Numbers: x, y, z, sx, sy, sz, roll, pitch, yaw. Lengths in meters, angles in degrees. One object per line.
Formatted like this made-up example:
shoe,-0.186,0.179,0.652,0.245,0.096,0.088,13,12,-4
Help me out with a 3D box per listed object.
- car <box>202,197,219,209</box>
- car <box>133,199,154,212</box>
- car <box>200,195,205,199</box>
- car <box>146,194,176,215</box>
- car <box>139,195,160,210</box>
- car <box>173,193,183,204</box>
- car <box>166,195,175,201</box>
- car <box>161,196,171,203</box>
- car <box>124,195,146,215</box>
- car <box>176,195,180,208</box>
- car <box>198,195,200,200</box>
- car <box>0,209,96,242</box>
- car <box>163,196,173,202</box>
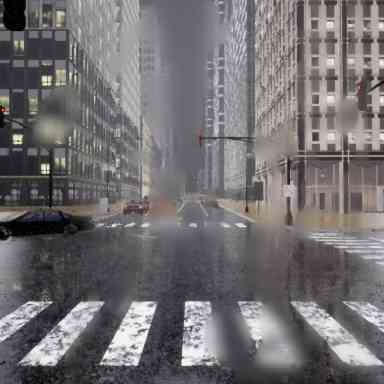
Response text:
car,2.694,1.599,45.006,1.802,1.307,4.206,1,0,0
car,-5.685,1.597,39.367,1.802,1.307,4.206,1,0,0
car,2.694,1.547,56.332,1.752,1.417,4.829,1,0,0
car,-3.105,1.364,33.813,2.097,1.767,4.553,0,0,0
car,-5.680,1.332,44.943,2.192,1.841,5.009,1,0,0
car,-3.013,1.301,64.838,2.150,2.045,5.566,0,0,0
car,-5.693,1.587,89.544,2.008,1.369,4.403,1,0,0
car,-5.690,1.573,72.818,1.887,1.381,4.507,1,0,0
car,-5.680,1.453,33.792,1.967,1.590,4.097,1,0,0
car,-3.104,1.522,46.981,1.837,1.490,4.892,0,0,0
car,2.692,1.590,61.739,1.947,1.339,4.313,1,0,0
car,-7.662,1.560,16.630,5.357,1.411,2.033,0,0,-33
car,-5.691,1.582,78.393,2.008,1.369,4.403,1,0,0
